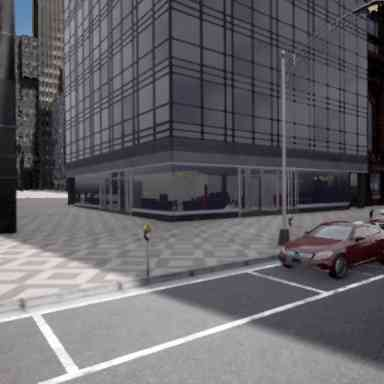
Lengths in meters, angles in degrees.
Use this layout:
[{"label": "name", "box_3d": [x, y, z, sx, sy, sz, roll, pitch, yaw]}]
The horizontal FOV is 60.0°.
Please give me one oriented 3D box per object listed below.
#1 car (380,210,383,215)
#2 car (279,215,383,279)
[{"label": "car", "box_3d": [8.807, 1.214, 12.934, 5.009, 1.841, 2.192, 0, 0, -35]}, {"label": "car", "box_3d": [4.392, 1.518, 9.784, 4.206, 1.307, 1.802, 0, 0, -35]}]
